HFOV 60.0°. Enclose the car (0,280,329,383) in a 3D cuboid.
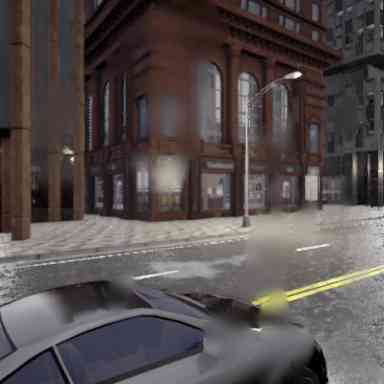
[{"bbox_3d":[-0.652,1.555,2.975,4.181,1.385,1.994,-1,0,-36],"label":"car"}]
